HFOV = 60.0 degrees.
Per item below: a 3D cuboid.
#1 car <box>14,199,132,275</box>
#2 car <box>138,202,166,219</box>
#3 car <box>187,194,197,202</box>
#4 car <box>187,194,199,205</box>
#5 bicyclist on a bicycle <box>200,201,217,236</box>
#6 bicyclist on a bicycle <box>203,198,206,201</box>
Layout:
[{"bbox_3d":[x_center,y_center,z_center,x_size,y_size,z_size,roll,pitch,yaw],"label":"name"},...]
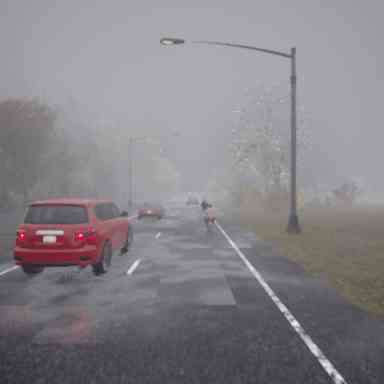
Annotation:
[{"bbox_3d":[-3.397,1.217,10.617,2.150,2.045,5.566,0,0,0],"label":"car"},{"bbox_3d":[-3.394,1.554,28.570,1.994,1.385,4.181,0,0,0],"label":"car"},{"bbox_3d":[0.022,1.333,73.906,2.097,1.767,4.553,0,0,0],"label":"car"},{"bbox_3d":[0.115,1.546,56.770,1.994,1.385,4.181,0,0,0],"label":"car"},{"bbox_3d":[0.945,1.430,17.306,0.866,1.612,1.509,0,0,0],"label":"bicyclist on a bicycle"},{"bbox_3d":[0.974,1.361,26.302,0.659,1.776,1.843,0,0,0],"label":"bicyclist on a bicycle"}]
